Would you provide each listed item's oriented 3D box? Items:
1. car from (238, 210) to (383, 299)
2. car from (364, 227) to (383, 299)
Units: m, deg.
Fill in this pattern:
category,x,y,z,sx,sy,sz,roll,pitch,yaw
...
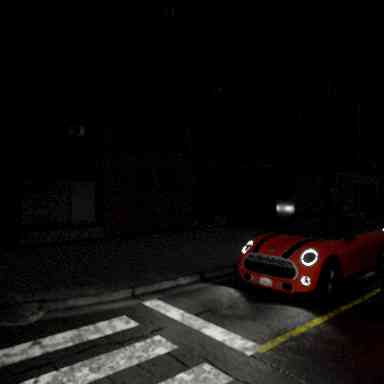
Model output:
category,x,y,z,sx,sy,sz,roll,pitch,yaw
car,3.240,1.302,8.533,4.553,1.767,2.097,0,1,-42
car,5.554,1.474,6.802,4.892,1.490,1.837,0,1,-41
